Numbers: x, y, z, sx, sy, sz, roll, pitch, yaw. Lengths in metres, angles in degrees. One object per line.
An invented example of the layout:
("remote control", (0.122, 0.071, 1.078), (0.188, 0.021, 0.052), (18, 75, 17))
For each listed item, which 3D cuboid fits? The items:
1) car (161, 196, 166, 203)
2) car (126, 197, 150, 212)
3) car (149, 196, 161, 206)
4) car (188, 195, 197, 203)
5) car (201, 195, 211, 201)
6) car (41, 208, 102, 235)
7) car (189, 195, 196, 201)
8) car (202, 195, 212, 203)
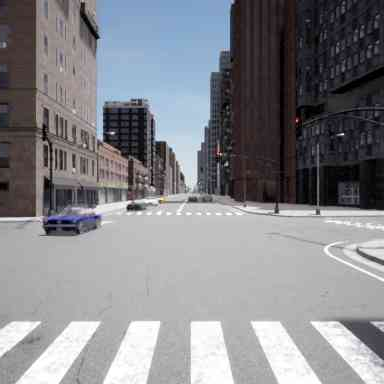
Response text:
("car", (-6.421, 1.487, 66.910), (1.882, 1.535, 5.008), (0, 0, 0))
("car", (-6.533, 1.608, 39.472), (1.895, 1.301, 4.718), (0, 0, 0))
("car", (-6.500, 1.535, 53.343), (1.812, 1.442, 4.674), (0, 0, 0))
("car", (0.107, 1.484, 70.989), (1.882, 1.535, 5.008), (0, 0, 0))
("car", (3.372, 1.498, 81.404), (2.128, 1.511, 4.902), (0, 0, 0))
("car", (-6.558, 1.576, 18.657), (1.895, 1.301, 4.718), (1, -1, 0))
("car", (0.122, 1.451, 81.408), (1.882, 1.535, 5.008), (0, 0, 0))
("car", (3.357, 1.531, 70.984), (2.128, 1.511, 4.902), (0, 0, 0))
